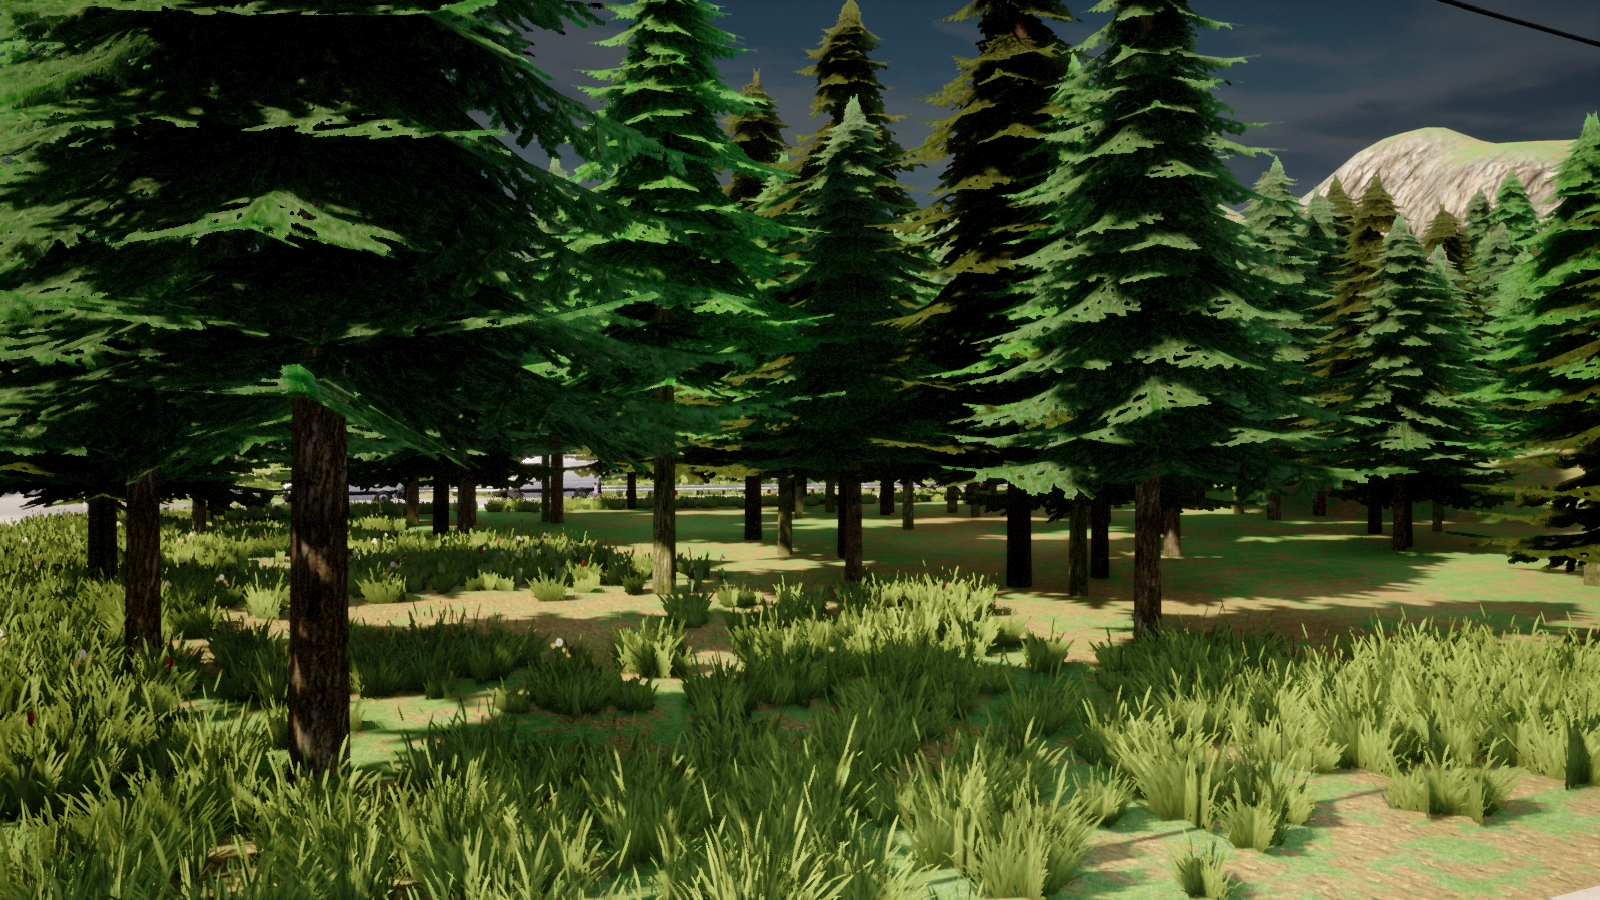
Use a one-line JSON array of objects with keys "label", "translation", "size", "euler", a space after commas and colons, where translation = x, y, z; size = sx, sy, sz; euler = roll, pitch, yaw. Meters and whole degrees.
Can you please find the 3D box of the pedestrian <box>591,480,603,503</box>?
[{"label": "pedestrian", "translation": [-9.951, 2.050, 56.030], "size": [0.500, 1.100, 0.500], "euler": [0, 0, -25]}]
